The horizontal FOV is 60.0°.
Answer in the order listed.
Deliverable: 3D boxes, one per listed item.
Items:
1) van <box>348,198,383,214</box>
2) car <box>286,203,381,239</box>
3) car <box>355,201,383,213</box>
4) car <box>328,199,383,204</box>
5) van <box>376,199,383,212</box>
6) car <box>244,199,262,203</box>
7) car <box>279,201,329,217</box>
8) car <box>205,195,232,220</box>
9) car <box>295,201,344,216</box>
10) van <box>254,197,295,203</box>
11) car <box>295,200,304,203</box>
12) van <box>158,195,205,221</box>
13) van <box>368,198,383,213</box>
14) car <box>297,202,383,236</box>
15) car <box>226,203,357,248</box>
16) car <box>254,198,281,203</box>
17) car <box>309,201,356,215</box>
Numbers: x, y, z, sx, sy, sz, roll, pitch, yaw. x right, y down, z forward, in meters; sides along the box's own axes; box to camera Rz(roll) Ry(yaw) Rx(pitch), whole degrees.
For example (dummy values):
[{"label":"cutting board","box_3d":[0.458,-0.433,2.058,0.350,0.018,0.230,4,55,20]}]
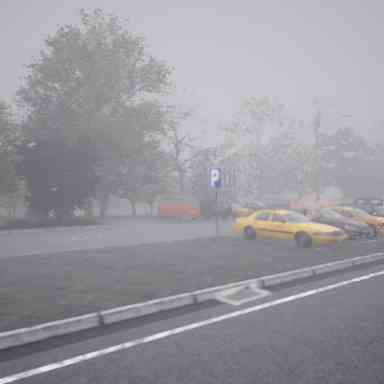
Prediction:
[{"label":"van","box_3d":[23.815,1.859,45.127,1.878,1.987,4.442,1,-1,-35]},{"label":"car","box_3d":[6.326,1.527,16.773,2.231,1.521,4.892,1,-1,-35]},{"label":"car","box_3d":[25.997,2.138,46.831,2.097,1.535,5.008,1,-1,-35]},{"label":"car","box_3d":[10.833,1.483,20.013,2.185,1.767,4.553,1,-1,-35]},{"label":"van","box_3d":[30.435,2.079,50.126,1.878,1.987,4.442,2,-1,-35]},{"label":"car","box_3d":[3.546,1.608,30.616,1.946,1.575,5.366,1,-1,-35]},{"label":"car","box_3d":[12.363,1.818,37.113,2.097,1.535,5.008,1,-1,-35]},{"label":"car","box_3d":[1.170,1.313,29.186,2.435,2.045,5.566,1,-1,-35]},{"label":"car","box_3d":[14.722,1.873,38.792,2.097,1.535,5.008,1,-1,-35]},{"label":"van","box_3d":[7.885,1.489,34.075,1.878,1.987,4.442,1,-1,-35]},{"label":"car","box_3d":[10.226,1.642,35.559,2.185,1.767,4.553,1,-1,-35]},{"label":"van","box_3d":[-1.238,1.301,27.582,1.878,1.987,4.442,1,-1,-35]},{"label":"van","box_3d":[28.206,1.977,48.254,1.878,1.987,4.442,2,-1,-35]},{"label":"car","box_3d":[8.583,1.563,18.382,2.097,1.535,5.008,1,-1,-35]},{"label":"car","box_3d":[4.181,1.494,15.012,1.946,1.575,5.366,1,0,-35]},{"label":"car","box_3d":[5.696,1.663,32.366,2.231,1.521,4.892,1,-1,-35]},{"label":"car","box_3d":[16.979,1.928,40.397,2.231,1.521,4.892,1,-1,-35]}]
